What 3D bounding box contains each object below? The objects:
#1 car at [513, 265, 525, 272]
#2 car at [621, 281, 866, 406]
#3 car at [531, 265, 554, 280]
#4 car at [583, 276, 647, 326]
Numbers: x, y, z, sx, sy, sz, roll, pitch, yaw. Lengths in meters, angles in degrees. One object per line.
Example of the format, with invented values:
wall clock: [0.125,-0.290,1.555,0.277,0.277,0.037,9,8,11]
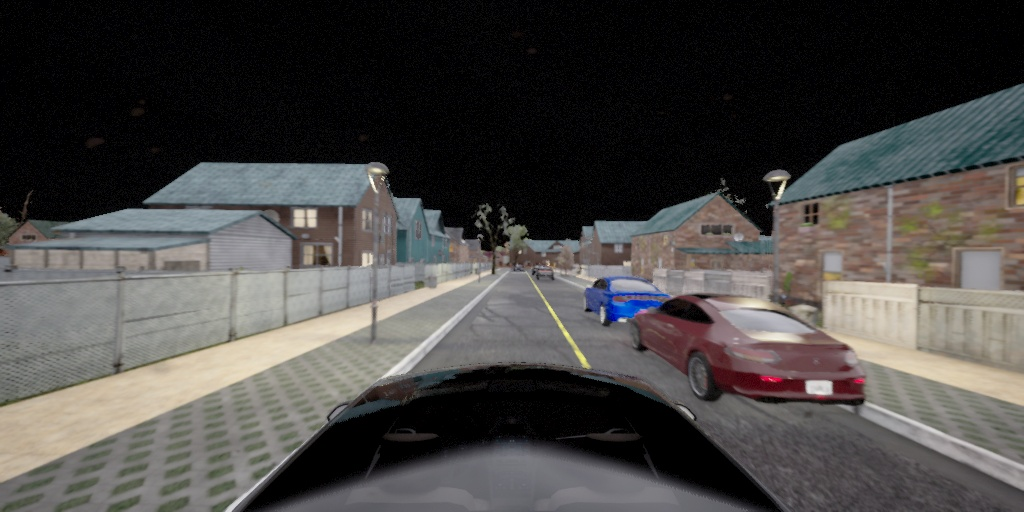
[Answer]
car: [1.239,2.240,64.969,1.994,1.385,4.181,1,-1,1]
car: [3.614,1.389,6.467,1.812,1.442,4.674,1,-1,1]
car: [3.527,1.795,39.164,2.128,1.511,4.902,1,-1,2]
car: [3.739,1.419,12.467,1.882,1.535,5.008,1,-1,1]
